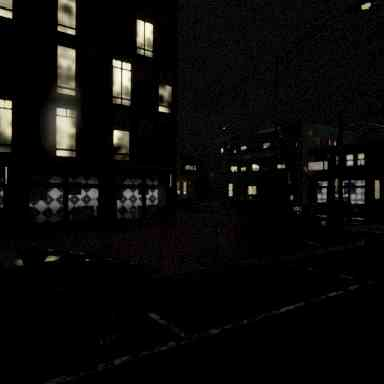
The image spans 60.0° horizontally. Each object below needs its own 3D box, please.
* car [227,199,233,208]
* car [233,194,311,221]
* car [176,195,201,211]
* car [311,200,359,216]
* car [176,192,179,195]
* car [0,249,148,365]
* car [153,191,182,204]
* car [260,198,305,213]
[{"bbox_3d":[5.966,1.130,38.703,1.967,1.590,4.097,1,0,-36],"label":"car"},{"bbox_3d":[5.802,1.101,24.801,2.192,1.841,5.009,1,0,-36],"label":"car"},{"bbox_3d":[-0.783,1.230,33.732,1.802,1.307,4.206,1,0,-36],"label":"car"},{"bbox_3d":[12.543,1.371,29.771,1.887,1.381,4.507,1,0,-36],"label":"car"},{"bbox_3d":[-0.614,1.101,47.633,2.008,1.369,4.403,1,0,-36],"label":"car"},{"bbox_3d":[-2.695,1.566,4.633,4.313,1.339,1.947,0,0,-36],"label":"car"},{"bbox_3d":[-3.898,0.793,52.097,2.192,1.841,5.009,1,0,-36],"label":"car"},{"bbox_3d":[9.254,1.340,34.236,1.802,1.307,4.206,1,0,-36],"label":"car"}]
